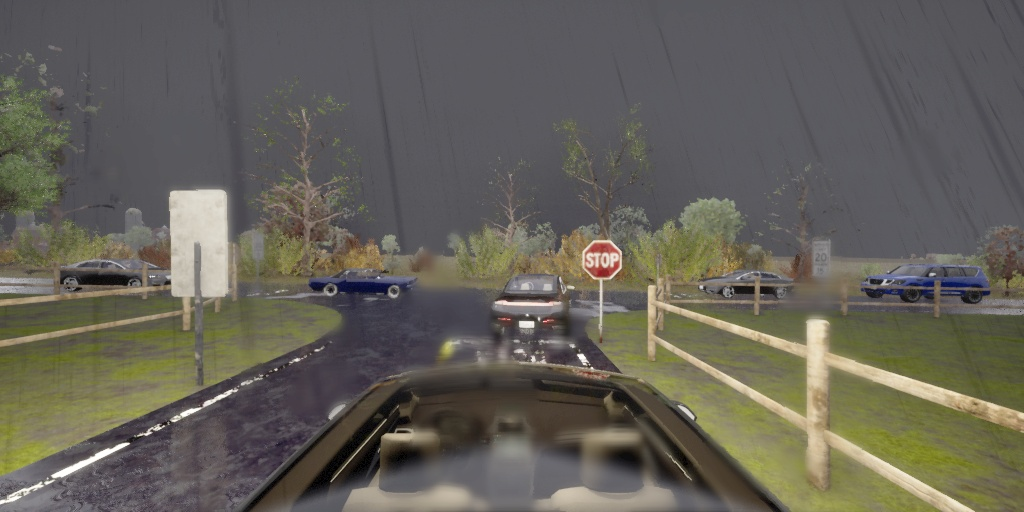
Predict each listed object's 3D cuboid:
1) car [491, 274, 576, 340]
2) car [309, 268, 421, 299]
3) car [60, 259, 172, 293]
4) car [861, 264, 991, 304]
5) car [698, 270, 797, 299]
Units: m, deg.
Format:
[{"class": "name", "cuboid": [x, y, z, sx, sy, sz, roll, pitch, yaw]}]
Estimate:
[{"class": "car", "cuboid": [0.707, 1.240, 10.006, 2.128, 1.511, 4.902, 0, 0, 9]}, {"class": "car", "cuboid": [-6.822, 1.248, 17.037, 4.718, 1.301, 1.895, 1, 1, 0]}, {"class": "car", "cuboid": [-18.490, 0.885, 17.054, 4.902, 1.511, 2.128, 1, 1, 0]}, {"class": "car", "cuboid": [22.900, 1.466, 19.954, 5.566, 2.045, 2.150, 1, 1, 0]}, {"class": "car", "cuboid": [13.004, 1.525, 19.965, 4.902, 1.511, 2.128, 1, 1, 0]}]
